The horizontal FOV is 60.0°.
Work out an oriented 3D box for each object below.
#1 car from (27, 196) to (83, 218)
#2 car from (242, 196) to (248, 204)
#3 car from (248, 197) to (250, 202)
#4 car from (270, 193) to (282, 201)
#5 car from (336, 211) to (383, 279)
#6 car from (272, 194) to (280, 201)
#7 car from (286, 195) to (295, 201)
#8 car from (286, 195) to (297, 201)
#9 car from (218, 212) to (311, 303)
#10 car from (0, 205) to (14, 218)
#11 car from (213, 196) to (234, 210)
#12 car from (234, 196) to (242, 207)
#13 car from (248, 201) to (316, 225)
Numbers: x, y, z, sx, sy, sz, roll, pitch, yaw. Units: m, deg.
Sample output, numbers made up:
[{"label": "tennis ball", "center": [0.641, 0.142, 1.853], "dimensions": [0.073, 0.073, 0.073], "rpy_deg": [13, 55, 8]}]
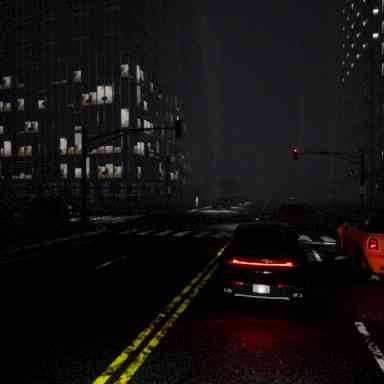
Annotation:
[{"label": "car", "center": [-11.761, 1.216, 28.657], "dimensions": [4.553, 1.767, 2.097], "rpy_deg": [1, 1, 15]}, {"label": "car", "center": [8.552, 1.483, 60.847], "dimensions": [1.812, 1.442, 4.674], "rpy_deg": [0, 0, 15]}, {"label": "car", "center": [11.106, 1.497, 70.503], "dimensions": [1.994, 1.385, 4.181], "rpy_deg": [0, 0, 14]}, {"label": "car", "center": [17.759, 1.159, 70.273], "dimensions": [2.150, 2.045, 5.566], "rpy_deg": [0, 0, 14]}, {"label": "car", "center": [5.725, 1.347, 9.958], "dimensions": [2.097, 1.767, 4.553], "rpy_deg": [0, 0, 14]}, {"label": "car", "center": [20.343, 1.237, 80.334], "dimensions": [1.882, 1.535, 5.008], "rpy_deg": [0, 0, 14]}, {"label": "car", "center": [23.491, 1.467, 79.524], "dimensions": [2.033, 1.411, 5.357], "rpy_deg": [0, 0, 14]}, {"label": "car", "center": [20.927, 1.465, 69.523], "dimensions": [2.128, 1.511, 4.902], "rpy_deg": [0, 0, 14]}, {"label": "car", "center": [1.855, 1.501, 8.355], "dimensions": [1.837, 1.490, 4.892], "rpy_deg": [0, 0, 14]}, {"label": "car", "center": [-16.764, 1.434, 27.218], "dimensions": [4.313, 1.339, 1.947], "rpy_deg": [1, 1, 16]}, {"label": "car", "center": [3.913, 1.502, 42.875], "dimensions": [1.812, 1.442, 4.674], "rpy_deg": [0, 0, 14]}, {"label": "car", "center": [6.216, 1.472, 51.853], "dimensions": [1.837, 1.490, 4.892], "rpy_deg": [0, 0, 14]}, {"label": "car", "center": [6.513, 1.565, 23.226], "dimensions": [4.674, 1.442, 1.812], "rpy_deg": [0, 0, -22]}]
